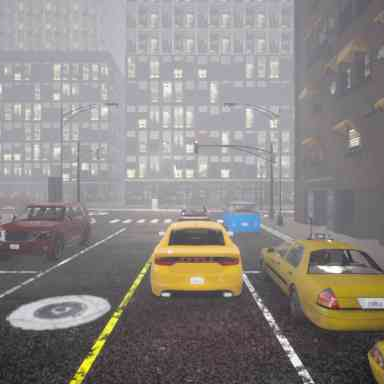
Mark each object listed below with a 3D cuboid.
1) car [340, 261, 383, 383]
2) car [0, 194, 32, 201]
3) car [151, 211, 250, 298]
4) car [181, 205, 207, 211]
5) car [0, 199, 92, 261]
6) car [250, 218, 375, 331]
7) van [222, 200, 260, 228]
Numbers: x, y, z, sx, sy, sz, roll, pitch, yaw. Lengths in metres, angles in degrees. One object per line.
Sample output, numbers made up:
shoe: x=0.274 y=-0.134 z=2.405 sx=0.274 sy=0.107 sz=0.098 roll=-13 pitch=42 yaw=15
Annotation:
car: x=2.570 y=1.526 z=1.337 sx=1.752 sy=1.417 sz=4.829 roll=0 pitch=0 yaw=0
car: x=-20.833 y=1.112 z=38.090 sx=5.009 sy=1.841 sz=2.192 roll=1 pitch=-1 yaw=0
car: x=0.108 y=1.479 z=8.588 sx=1.882 sy=1.535 sz=5.008 roll=0 pitch=0 yaw=0
car: x=0.125 y=1.497 z=19.059 sx=2.128 sy=1.511 sz=4.902 roll=0 pitch=0 yaw=0
car: x=-5.298 y=1.318 z=12.457 sx=2.192 sy=1.841 sz=5.009 roll=0 pitch=0 yaw=0
car: x=2.576 y=1.527 z=6.977 sx=1.752 sy=1.417 sz=4.829 roll=0 pitch=0 yaw=0
van: x=2.588 y=1.346 z=18.088 sx=1.690 sy=1.788 sz=3.998 roll=0 pitch=0 yaw=0
